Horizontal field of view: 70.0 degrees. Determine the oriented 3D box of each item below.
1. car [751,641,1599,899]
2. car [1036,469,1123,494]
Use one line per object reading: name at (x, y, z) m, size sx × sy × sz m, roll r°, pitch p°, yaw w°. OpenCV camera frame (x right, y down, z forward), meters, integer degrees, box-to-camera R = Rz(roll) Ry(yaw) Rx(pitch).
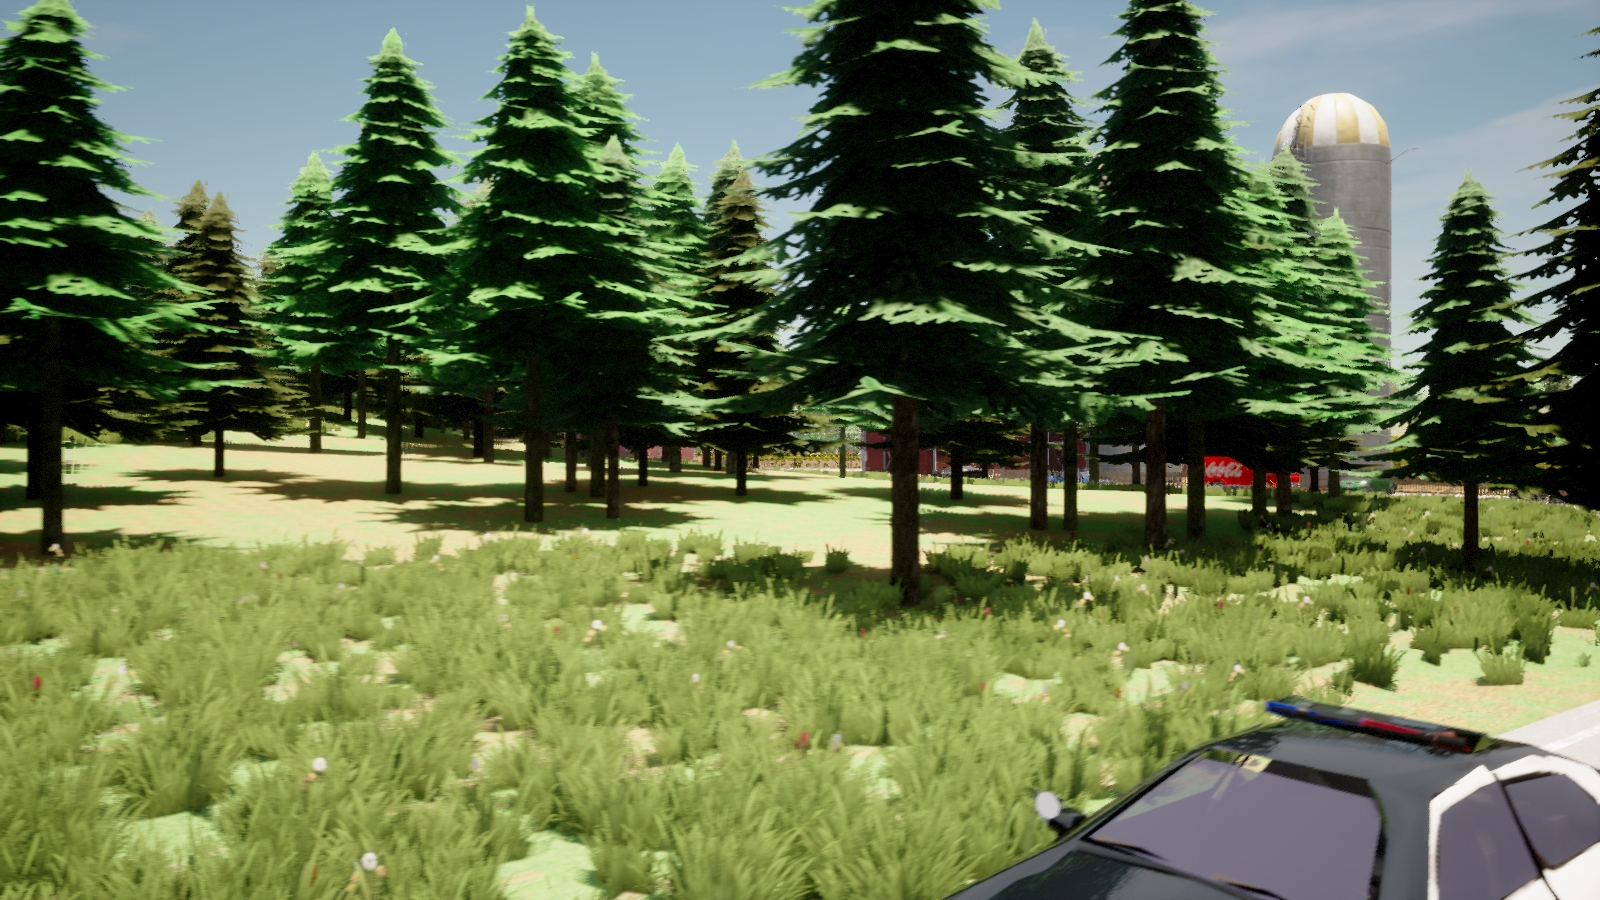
car at (2.404, 2.038, 5.238) m, size 4.974 × 1.542 × 2.038 m, roll 0°, pitch 0°, yaw -37°
car at (17.790, 1.974, 72.913) m, size 2.033 × 1.411 × 5.357 m, roll 0°, pitch 0°, yaw -37°
